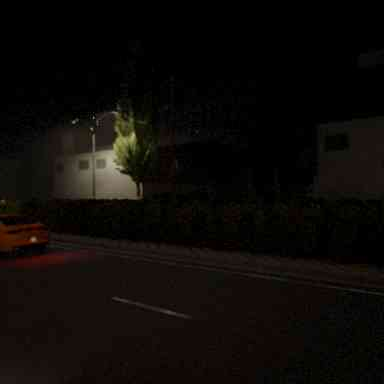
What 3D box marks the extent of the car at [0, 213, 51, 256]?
[{"bbox_3d":[-7.902,1.634,13.838,5.008,1.535,1.882,0,0,36],"label":"car"}]
